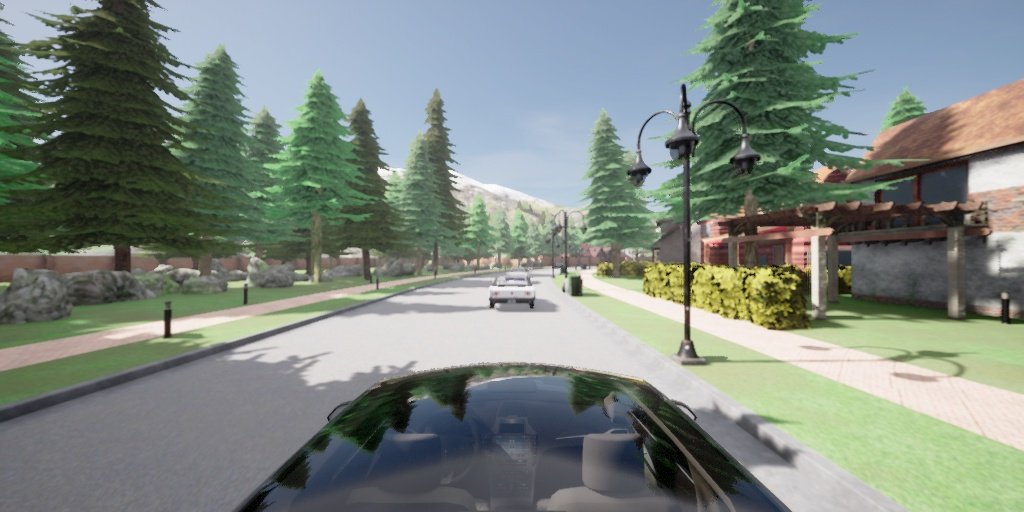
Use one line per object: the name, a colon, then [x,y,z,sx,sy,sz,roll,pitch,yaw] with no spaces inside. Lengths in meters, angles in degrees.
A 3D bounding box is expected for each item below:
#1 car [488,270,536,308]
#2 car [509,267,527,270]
car: [0.002,1.483,15.924,1.895,1.301,4.718,0,0,0]
car: [0.567,1.622,30.732,1.895,1.301,4.718,0,0,6]
